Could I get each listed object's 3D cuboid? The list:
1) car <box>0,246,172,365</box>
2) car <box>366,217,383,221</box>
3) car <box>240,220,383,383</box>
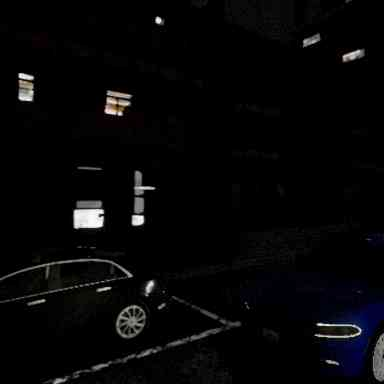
[{"bbox_3d":[-2.380,1.550,4.848,4.403,1.369,2.008,0,1,-35],"label":"car"},{"bbox_3d":[6.689,1.554,11.317,4.313,1.339,1.947,0,1,-35],"label":"car"},{"bbox_3d":[2.995,1.472,5.514,5.008,1.535,1.882,0,0,-36],"label":"car"}]
